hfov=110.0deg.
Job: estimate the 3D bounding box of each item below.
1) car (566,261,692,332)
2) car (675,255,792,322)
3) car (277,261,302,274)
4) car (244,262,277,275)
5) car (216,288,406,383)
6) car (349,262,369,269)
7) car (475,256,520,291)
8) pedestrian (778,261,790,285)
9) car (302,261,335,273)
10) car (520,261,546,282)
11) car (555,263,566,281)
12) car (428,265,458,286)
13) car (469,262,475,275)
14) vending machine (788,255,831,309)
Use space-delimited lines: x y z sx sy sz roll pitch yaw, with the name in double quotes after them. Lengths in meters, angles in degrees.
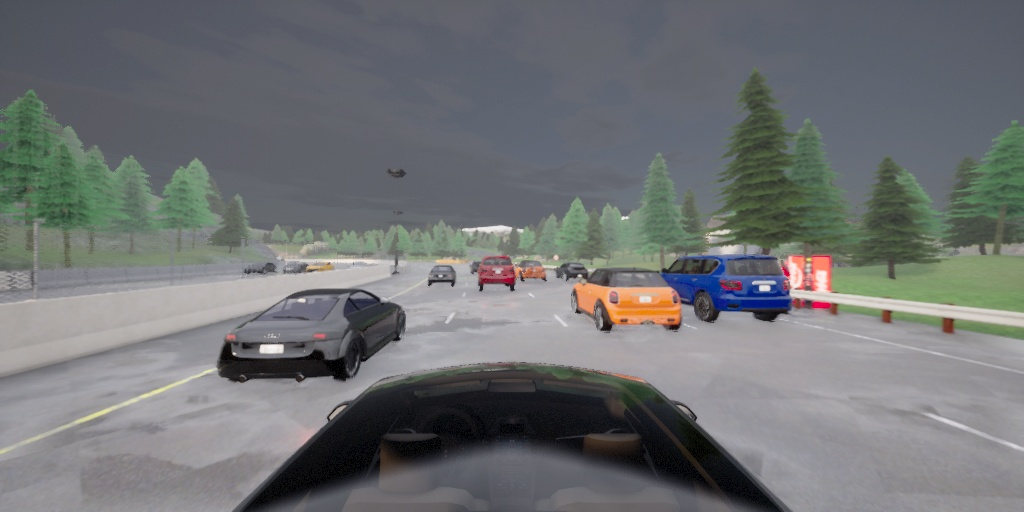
3.263 1.117 11.135 2.097 1.767 4.553 0 0 -2 "car"
6.731 0.981 12.431 2.150 2.045 5.566 0 0 -3 "car"
-25.895 1.398 43.312 2.128 1.511 4.902 0 0 -12 "car"
-29.164 1.416 41.848 1.837 1.490 4.892 0 -1 -12 "car"
-3.575 1.335 7.252 1.994 1.385 4.181 0 0 -2 "car"
-19.112 1.420 45.060 1.812 1.442 4.674 0 0 -13 "car"
-1.087 1.011 22.927 2.150 2.045 5.566 0 0 -6 "car"
11.169 1.050 14.758 0.375 1.860 0.375 0 0 -4 "pedestrian"
-21.860 1.368 41.063 1.882 1.535 5.008 0 0 -12 "car"
1.445 1.166 30.427 2.097 1.767 4.553 0 0 -8 "car"
4.979 1.312 30.465 1.837 1.490 4.892 0 0 -8 "car"
-4.965 1.365 25.877 2.033 1.411 5.357 0 0 -7 "car"
-3.791 1.349 40.943 1.837 1.490 4.892 0 0 -11 "car"
11.626 0.949 14.042 1.100 2.100 0.880 0 0 -3 "vending machine"
